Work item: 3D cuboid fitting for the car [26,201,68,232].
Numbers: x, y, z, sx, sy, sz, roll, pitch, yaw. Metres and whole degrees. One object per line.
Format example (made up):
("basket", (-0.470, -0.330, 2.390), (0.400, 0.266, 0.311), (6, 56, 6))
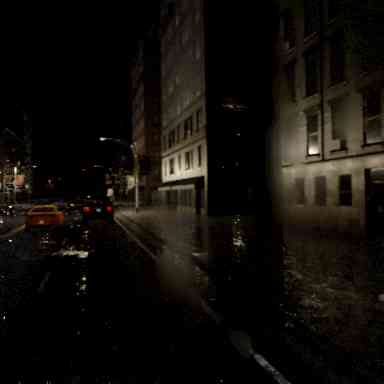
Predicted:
("car", (-9.431, 1.615, 21.584), (1.882, 1.535, 5.008), (-1, 0, -17))

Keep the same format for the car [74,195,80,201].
("car", (-30.549, 1.839, 89.252), (1.812, 1.442, 4.674), (-1, 0, -17))

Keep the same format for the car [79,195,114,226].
("car", (-7.070, 1.318, 24.923), (2.150, 2.045, 5.566), (-1, 0, -17))

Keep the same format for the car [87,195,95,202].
("car", (-27.324, 1.722, 89.818), (1.882, 1.535, 5.008), (-1, 0, -17))

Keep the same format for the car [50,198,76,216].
("car", (-13.406, 1.668, 34.383), (1.882, 1.535, 5.008), (-1, 0, -17))

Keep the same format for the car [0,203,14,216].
("car", (-20.934, 1.912, 36.381), (1.994, 1.385, 4.181), (-1, 0, -17))

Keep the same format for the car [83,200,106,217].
("car", (-10.181, 1.630, 34.624), (2.128, 1.511, 4.902), (-1, 0, -17))
